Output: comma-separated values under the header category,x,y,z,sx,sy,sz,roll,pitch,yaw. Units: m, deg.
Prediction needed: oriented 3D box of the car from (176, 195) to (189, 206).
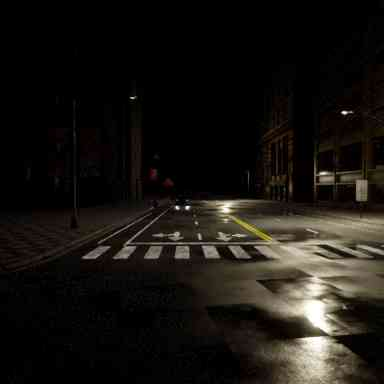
category,x,y,z,sx,sy,sz,roll,pitch,yaw
car,-1.548,1.341,54.770,2.097,1.767,4.553,0,0,0

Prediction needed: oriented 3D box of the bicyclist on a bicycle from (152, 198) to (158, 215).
category,x,y,z,sx,sy,sz,roll,pitch,yaw
bicyclist on a bicycle,-3.630,1.443,32.810,0.582,1.620,1.656,0,0,0

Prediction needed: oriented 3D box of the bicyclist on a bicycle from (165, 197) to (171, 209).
category,x,y,z,sx,sy,sz,roll,pitch,yaw
bicyclist on a bicycle,-3.229,1.426,44.237,0.866,1.612,1.509,0,0,0
